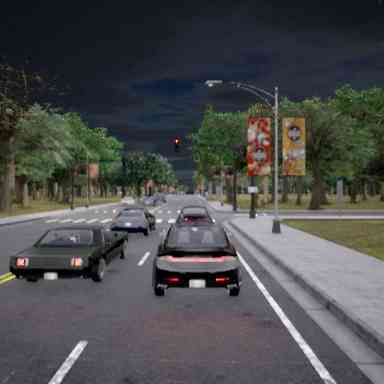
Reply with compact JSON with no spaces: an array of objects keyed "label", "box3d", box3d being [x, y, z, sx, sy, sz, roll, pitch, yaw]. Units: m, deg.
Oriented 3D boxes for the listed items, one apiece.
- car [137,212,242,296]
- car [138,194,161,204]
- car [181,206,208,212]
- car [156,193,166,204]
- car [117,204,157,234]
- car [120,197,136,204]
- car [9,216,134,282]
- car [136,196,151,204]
[{"label":"car","box3d":[0.107,1.488,8.595,2.128,1.511,4.902,0,0,0]},{"label":"car","box3d":[-6.492,1.496,50.846,2.128,1.511,4.902,0,0,0]},{"label":"car","box3d":[0.115,1.500,18.014,1.837,1.490,4.892,0,0,0]},{"label":"car","box3d":[-6.394,1.235,66.557,2.150,2.045,5.566,0,0,1]},{"label":"car","box3d":[-3.137,1.559,18.416,1.994,1.385,4.181,0,0,0]},{"label":"car","box3d":[-9.741,1.530,50.739,1.812,1.442,4.674,0,0,0]},{"label":"car","box3d":[-3.139,1.597,9.660,1.895,1.301,4.718,0,0,0]},{"label":"car","box3d":[-9.644,1.506,66.560,2.128,1.511,4.902,0,0,1]}]
